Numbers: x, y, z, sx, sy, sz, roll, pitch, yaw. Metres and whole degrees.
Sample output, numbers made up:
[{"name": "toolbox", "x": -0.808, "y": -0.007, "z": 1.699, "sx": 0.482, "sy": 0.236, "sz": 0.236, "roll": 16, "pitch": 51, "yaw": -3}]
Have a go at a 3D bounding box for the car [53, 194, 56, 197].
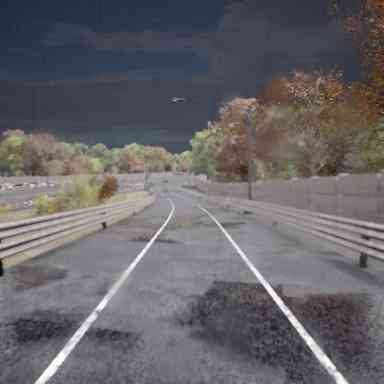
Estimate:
[{"name": "car", "x": -29.175, "y": 0.982, "z": 74.694, "sx": 1.837, "sy": 1.490, "sz": 4.892, "roll": 1, "pitch": 4, "yaw": 15}]
